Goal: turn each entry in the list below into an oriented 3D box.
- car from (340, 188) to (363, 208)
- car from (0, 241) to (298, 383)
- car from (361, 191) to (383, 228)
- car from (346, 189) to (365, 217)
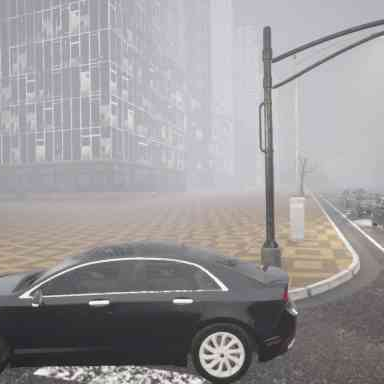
[{"bbox_3d":[13.125,0.454,26.732,2.128,1.511,4.902,-1,2,18],"label":"car"},{"bbox_3d":[-1.039,1.505,4.758,4.892,1.490,1.837,0,0,0],"label":"car"},{"bbox_3d":[9.065,0.928,14.380,2.128,1.511,4.902,-1,2,18],"label":"car"},{"bbox_3d":[11.122,0.759,20.671,1.994,1.385,4.181,-1,2,17],"label":"car"}]
